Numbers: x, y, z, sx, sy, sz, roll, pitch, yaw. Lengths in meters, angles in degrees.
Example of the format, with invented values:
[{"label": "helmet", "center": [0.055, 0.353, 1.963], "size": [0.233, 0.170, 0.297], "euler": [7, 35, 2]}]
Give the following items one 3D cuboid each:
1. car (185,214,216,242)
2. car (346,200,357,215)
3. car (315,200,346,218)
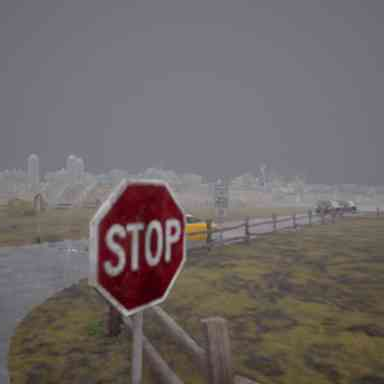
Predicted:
[{"label": "car", "center": [-0.600, 1.847, 17.156], "size": [1.882, 1.535, 5.008], "euler": [1, 0, 36]}, {"label": "car", "center": [23.022, 2.236, 49.731], "size": [2.150, 2.045, 5.566], "euler": [1, 0, 36]}, {"label": "car", "center": [16.955, 2.062, 41.290], "size": [2.150, 2.045, 5.566], "euler": [1, 0, 36]}]
